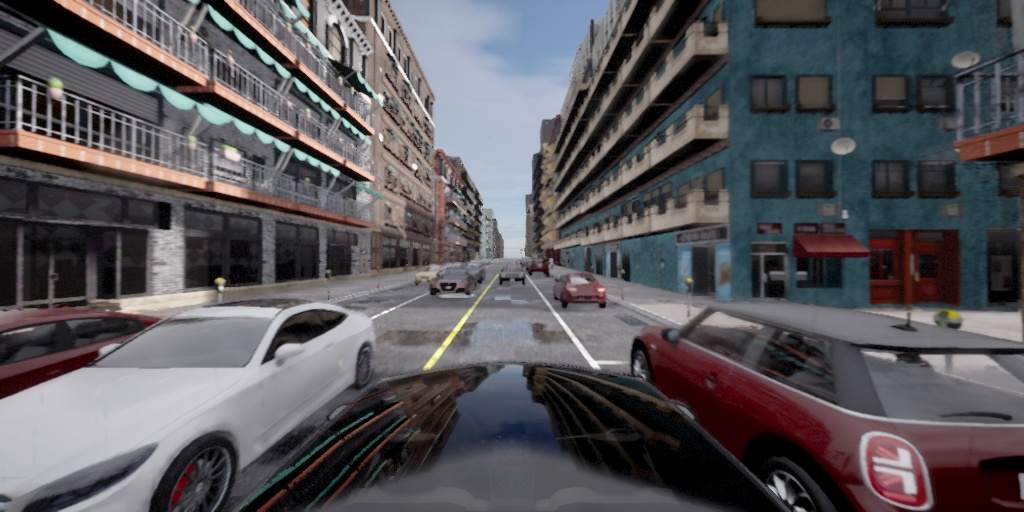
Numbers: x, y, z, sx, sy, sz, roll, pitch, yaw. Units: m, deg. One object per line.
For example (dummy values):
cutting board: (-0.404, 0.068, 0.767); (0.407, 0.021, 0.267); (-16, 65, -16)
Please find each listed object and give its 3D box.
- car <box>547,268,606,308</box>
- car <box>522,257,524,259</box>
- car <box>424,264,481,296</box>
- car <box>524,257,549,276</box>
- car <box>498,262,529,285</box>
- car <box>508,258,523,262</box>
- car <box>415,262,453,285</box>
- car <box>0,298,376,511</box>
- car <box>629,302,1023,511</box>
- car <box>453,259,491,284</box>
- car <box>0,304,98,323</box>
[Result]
car: (2.692, 1.329, 14.799); (1.802, 1.307, 4.207); (0, 0, 0)
car: (2.692, 1.186, 64.510); (1.967, 1.591, 4.097); (0, 0, 0)
car: (-3.013, 1.311, 19.059); (1.994, 1.385, 4.181); (0, 0, 1)
car: (2.692, 1.060, 36.894); (2.192, 1.841, 5.009); (0, 0, 0)
car: (0.024, 1.347, 26.177); (1.895, 1.301, 4.718); (0, 0, 0)
car: (0.089, 1.309, 47.982); (1.994, 1.385, 4.181); (0, 0, 0)
car: (-5.689, 1.272, 25.690); (1.751, 1.417, 4.829); (0, 0, 0)
car: (-3.100, 1.275, 4.114); (1.812, 1.442, 4.674); (0, 0, 0)
car: (2.692, 1.189, 3.753); (1.967, 1.591, 4.097); (0, 0, 0)
car: (-3.012, 1.237, 27.367); (2.128, 1.511, 4.902); (0, 0, 0)
car: (-5.689, 1.295, 3.766); (1.888, 1.381, 4.507); (0, 0, 0)
